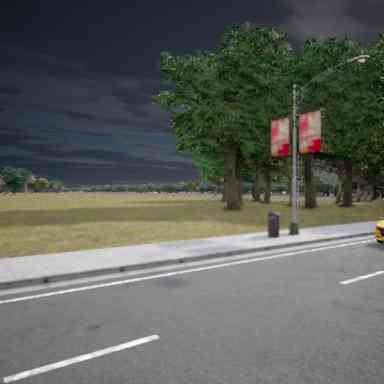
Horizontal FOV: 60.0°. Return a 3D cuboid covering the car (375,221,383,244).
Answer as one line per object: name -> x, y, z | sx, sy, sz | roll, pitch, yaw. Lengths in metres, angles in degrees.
car -> 10.129, 1.498, 14.897 | 5.008, 1.535, 1.882 | 0, 0, -35
